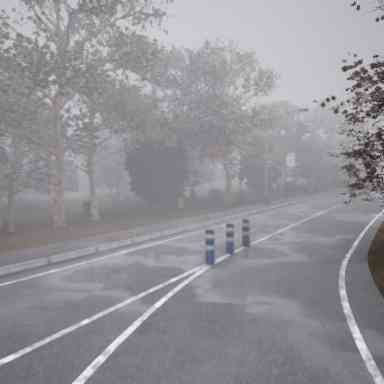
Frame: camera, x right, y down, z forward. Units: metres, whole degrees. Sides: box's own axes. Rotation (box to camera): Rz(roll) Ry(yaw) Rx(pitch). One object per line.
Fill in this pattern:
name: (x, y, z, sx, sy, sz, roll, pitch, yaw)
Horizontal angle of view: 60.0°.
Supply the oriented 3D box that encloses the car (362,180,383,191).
car: (23.434, -0.906, 42.858, 2.033, 1.411, 5.357, 0, 4, 42)
